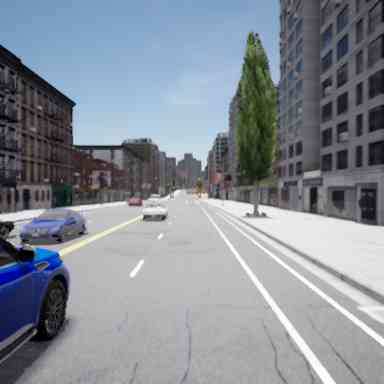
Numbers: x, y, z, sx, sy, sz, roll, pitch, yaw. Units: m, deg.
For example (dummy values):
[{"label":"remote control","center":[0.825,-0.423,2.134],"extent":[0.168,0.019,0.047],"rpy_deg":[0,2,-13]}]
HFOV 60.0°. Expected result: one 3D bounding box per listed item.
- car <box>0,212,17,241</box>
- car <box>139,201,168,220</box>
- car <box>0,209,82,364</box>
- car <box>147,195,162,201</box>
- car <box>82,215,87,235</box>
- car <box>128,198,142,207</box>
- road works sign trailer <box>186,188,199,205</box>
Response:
[{"label":"car","center":[-9.851,1.638,14.556],"extent":[1.895,1.301,4.718],"rpy_deg":[0,0,0]},{"label":"car","center":[-3.155,1.697,29.582],"extent":[1.895,1.301,4.718],"rpy_deg":[0,0,0]},{"label":"car","center":[-3.151,1.228,3.338],"extent":[2.150,2.045,5.566],"rpy_deg":[0,0,0]},{"label":"car","center":[-6.541,1.538,58.766],"extent":[2.150,2.045,5.566],"rpy_deg":[0,-1,1]},{"label":"car","center":[-6.600,1.569,16.378],"extent":[1.812,1.442,4.674],"rpy_deg":[0,0,0]},{"label":"car","center":[-9.794,1.783,57.463],"extent":[1.882,1.535,5.008],"rpy_deg":[0,0,1]},{"label":"road works sign trailer","center":[0.018,0.880,67.877],"extent":[2.380,3.560,2.880],"rpy_deg":[0,-1,3]}]
